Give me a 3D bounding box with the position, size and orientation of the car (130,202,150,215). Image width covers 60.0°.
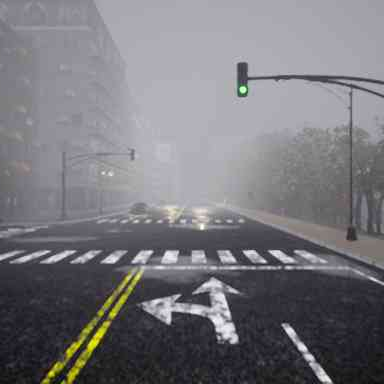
[{"bbox_3d":[-6.482,2.001,41.578,1.882,1.535,5.008,0,1,0],"label":"car"}]

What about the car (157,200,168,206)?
[{"bbox_3d":[-6.471,2.372,72.366,1.812,1.442,4.674,0,-1,0],"label":"car"}]
